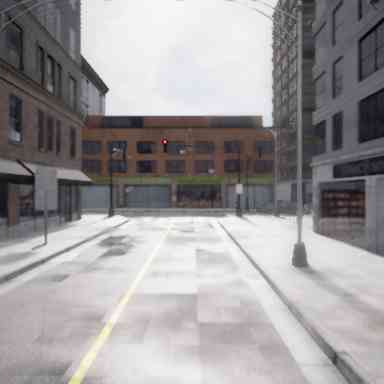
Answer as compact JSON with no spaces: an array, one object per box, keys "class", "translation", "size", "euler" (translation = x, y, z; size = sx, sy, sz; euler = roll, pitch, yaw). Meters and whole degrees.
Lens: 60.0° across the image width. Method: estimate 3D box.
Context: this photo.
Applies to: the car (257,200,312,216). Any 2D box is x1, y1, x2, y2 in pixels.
[{"class":"car","translation":[8.761,1.486,30.655],"size":[5.357,1.411,2.033],"euler":[0,0,0]}]
